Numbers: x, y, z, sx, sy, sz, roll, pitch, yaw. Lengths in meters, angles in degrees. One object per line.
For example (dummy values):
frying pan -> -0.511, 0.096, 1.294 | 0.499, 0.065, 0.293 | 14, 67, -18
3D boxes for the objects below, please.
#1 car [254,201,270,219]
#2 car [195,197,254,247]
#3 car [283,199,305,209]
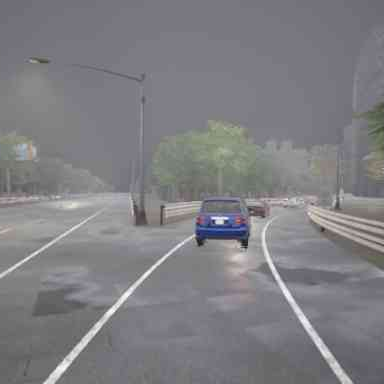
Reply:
car -> 5.860, 1.526, 29.993 | 1.882, 1.535, 5.008 | 0, 0, 21
car -> 1.573, 1.254, 15.310 | 2.150, 2.045, 5.566 | 0, 0, 11
car -> 14.250, 1.660, 46.347 | 1.895, 1.301, 4.718 | 0, 0, 33
